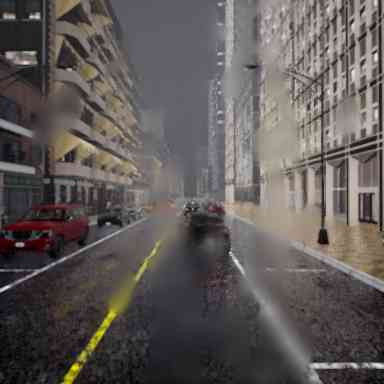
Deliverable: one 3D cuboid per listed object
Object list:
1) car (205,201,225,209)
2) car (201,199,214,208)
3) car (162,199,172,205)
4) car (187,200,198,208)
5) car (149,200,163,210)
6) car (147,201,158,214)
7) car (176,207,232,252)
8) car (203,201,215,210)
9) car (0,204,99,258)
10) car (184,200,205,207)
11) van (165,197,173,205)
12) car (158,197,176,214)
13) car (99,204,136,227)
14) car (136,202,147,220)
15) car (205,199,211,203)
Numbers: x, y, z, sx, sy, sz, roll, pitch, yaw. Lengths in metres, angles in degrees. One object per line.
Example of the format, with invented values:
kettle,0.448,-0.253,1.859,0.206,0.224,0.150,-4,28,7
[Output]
car,2.691,1.925,36.104,1.802,1.307,4.206,0,-1,0
car,2.692,2.010,58.699,1.967,1.590,4.097,0,-1,0
car,-5.688,2.308,75.643,1.947,1.339,4.313,0,-1,0
car,0.103,2.146,59.875,1.994,1.385,4.181,0,0,0
car,-5.688,2.057,53.051,1.887,1.381,4.507,0,-1,0
car,-5.689,1.923,41.584,1.752,1.417,4.829,0,-1,0
car,0.462,1.644,14.745,1.837,1.490,4.892,0,-1,-6
car,2.692,2.094,53.050,1.802,1.307,4.206,0,-1,0
car,-5.690,1.443,13.514,2.192,1.841,5.009,0,-1,0
car,0.102,1.903,37.359,2.033,1.411,5.357,0,-1,0
van,-5.687,2.140,81.294,1.690,1.788,3.998,0,-1,0
car,-3.080,1.753,41.918,2.097,1.767,4.553,0,-1,0
car,-5.689,1.800,24.809,1.947,1.339,4.313,0,-1,0
car,-5.688,1.839,30.457,2.008,1.369,4.403,0,-1,0
car,2.692,2.022,47.401,1.947,1.339,4.313,0,-1,0
